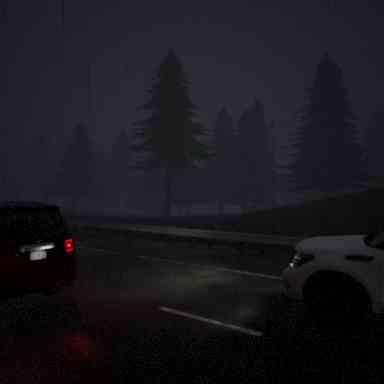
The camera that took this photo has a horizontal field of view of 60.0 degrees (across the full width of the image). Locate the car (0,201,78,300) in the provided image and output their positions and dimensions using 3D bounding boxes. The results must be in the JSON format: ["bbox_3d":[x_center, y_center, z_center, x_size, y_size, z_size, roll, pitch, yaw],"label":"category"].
[{"bbox_3d":[-4.938,1.226,7.514,5.566,2.045,2.150,0,0,35],"label":"car"}]

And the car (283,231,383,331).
[{"bbox_3d":[4.323,1.222,5.208,5.566,2.045,2.150,0,0,36],"label":"car"}]

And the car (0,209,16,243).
[{"bbox_3d":[-10.858,1.557,16.035,5.357,1.411,2.033,0,0,36],"label":"car"}]
